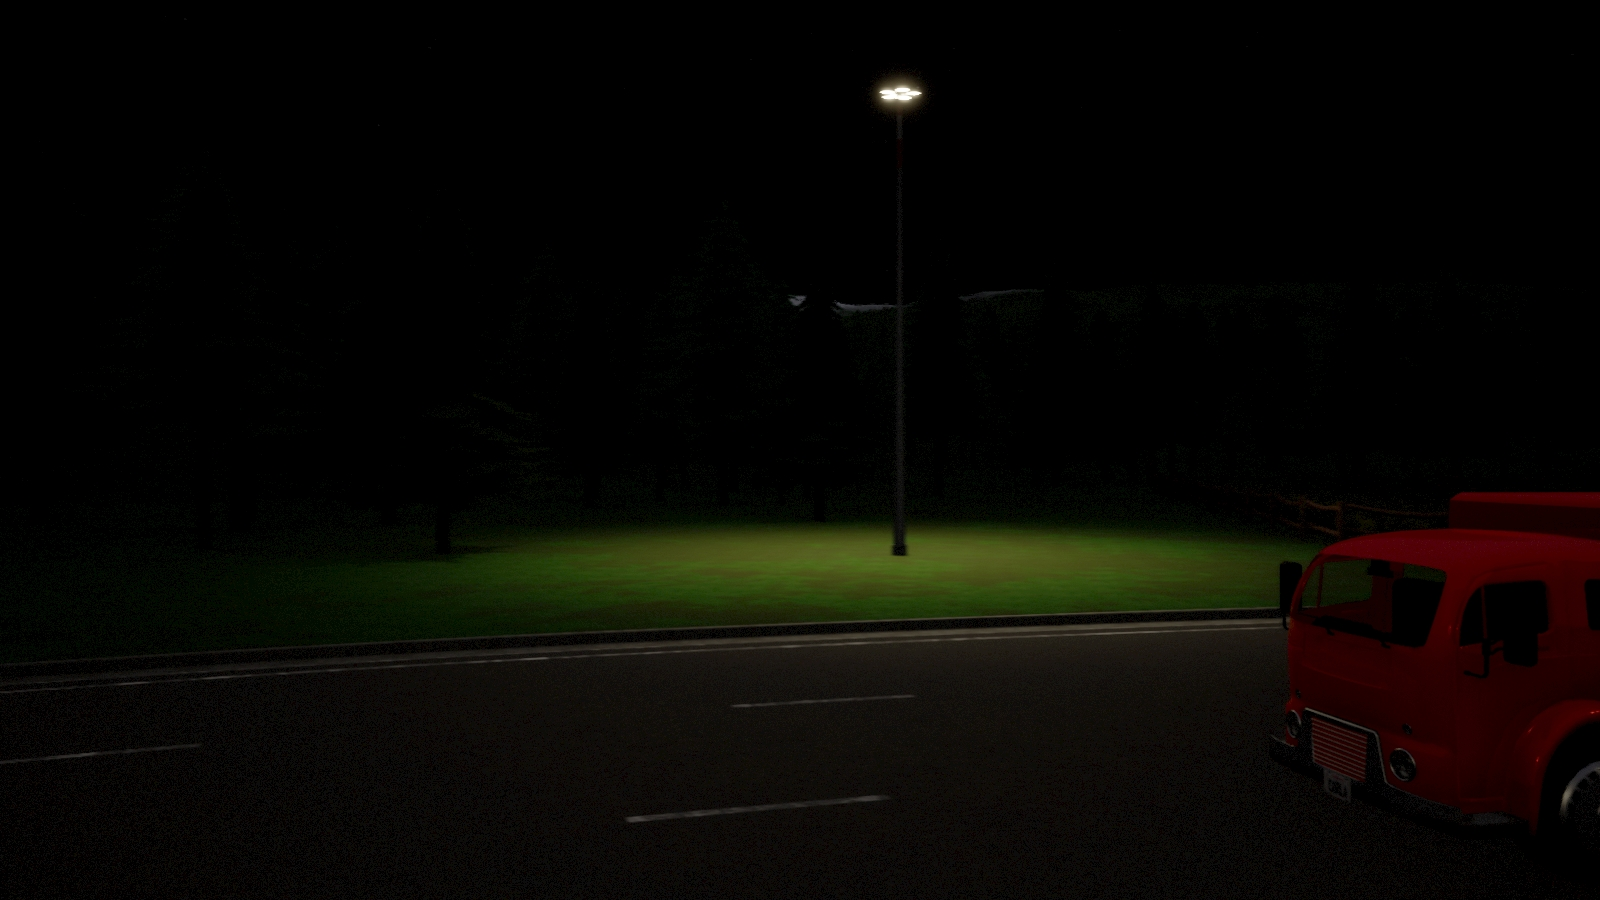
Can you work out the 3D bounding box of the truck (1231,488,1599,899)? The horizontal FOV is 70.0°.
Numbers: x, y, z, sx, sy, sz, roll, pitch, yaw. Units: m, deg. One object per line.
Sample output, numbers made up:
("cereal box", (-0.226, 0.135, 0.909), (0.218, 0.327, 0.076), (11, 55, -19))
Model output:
("truck", (6.365, 1.563, 8.636), (5.204, 2.467, 2.627), (0, 0, -12))
